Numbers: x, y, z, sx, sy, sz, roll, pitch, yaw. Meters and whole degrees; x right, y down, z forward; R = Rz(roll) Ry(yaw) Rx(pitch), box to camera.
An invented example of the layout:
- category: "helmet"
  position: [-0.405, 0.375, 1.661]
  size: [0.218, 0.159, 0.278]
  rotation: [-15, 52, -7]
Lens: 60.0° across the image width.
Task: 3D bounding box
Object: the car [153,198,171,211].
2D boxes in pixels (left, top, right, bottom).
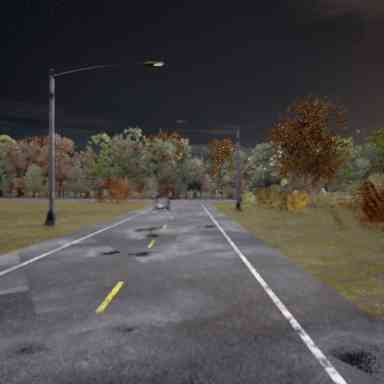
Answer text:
- category: "car"
  position: [-3.595, 1.465, 40.257]
  size: [2.128, 1.511, 4.902]
  rotation: [0, 0, 0]
